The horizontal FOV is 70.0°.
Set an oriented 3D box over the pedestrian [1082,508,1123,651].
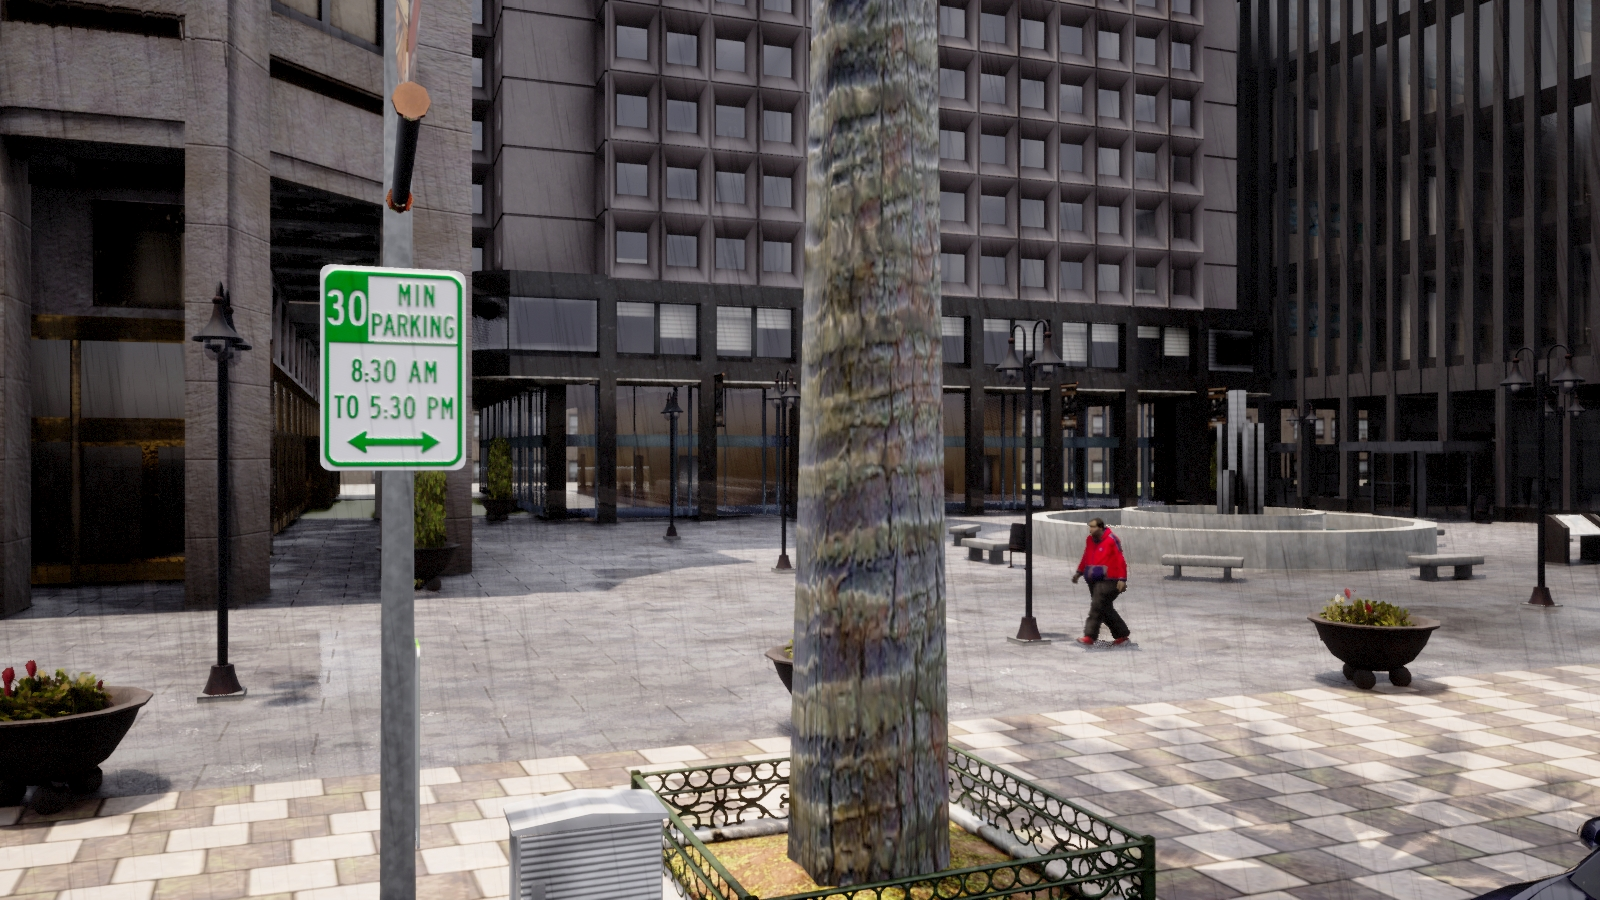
[{"bbox_3d":[4.048,1.712,15.270,0.375,1.860,0.375,0,0,-25],"label":"pedestrian"}]
